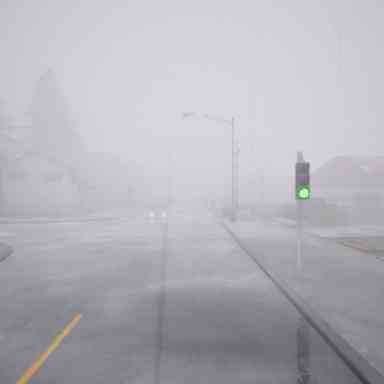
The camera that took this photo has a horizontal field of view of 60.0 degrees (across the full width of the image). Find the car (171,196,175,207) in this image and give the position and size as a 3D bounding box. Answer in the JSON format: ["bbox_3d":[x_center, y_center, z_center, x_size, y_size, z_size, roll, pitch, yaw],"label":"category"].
[{"bbox_3d":[-4.033,1.521,50.741,1.812,1.442,4.674,0,0,0],"label":"car"}]

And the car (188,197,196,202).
[{"bbox_3d":[0.095,1.807,77.338,1.895,1.301,4.718,0,0,0],"label":"car"}]

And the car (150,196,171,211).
[{"bbox_3d":[-4.049,1.501,41.530,1.837,1.490,4.892,0,0,0],"label":"car"}]
